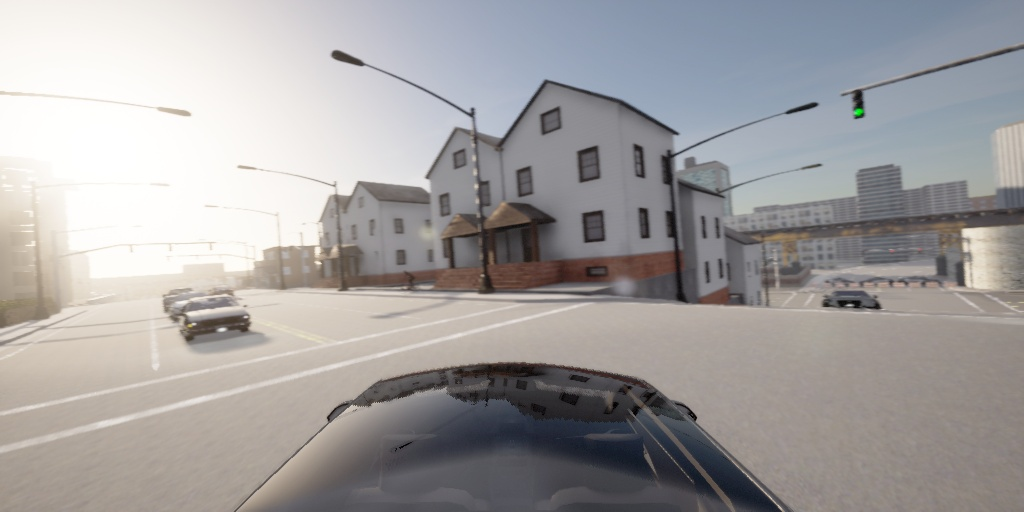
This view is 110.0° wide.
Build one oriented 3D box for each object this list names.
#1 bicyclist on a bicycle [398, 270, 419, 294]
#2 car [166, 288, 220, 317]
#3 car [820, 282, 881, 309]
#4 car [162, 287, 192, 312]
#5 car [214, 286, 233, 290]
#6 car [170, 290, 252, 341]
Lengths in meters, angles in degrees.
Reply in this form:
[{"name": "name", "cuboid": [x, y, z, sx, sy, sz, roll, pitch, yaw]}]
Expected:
[{"name": "bicyclist on a bicycle", "cuboid": [-7.080, 1.753, 24.488, 0.582, 1.620, 1.656, -5, -2, 45]}, {"name": "car", "cuboid": [-18.752, 2.855, 21.028, 4.674, 1.442, 1.812, -5, -1, 44]}, {"name": "car", "cuboid": [16.161, 2.339, 17.114, 1.994, 1.385, 4.181, -6, -14, 44]}, {"name": "car", "cuboid": [-26.059, 3.295, 28.272, 4.553, 1.767, 2.097, -5, -1, 45]}, {"name": "car", "cuboid": [-30.998, 3.919, 38.323, 1.812, 1.442, 4.674, -4, -1, -45]}, {"name": "car", "cuboid": [-11.841, 2.295, 14.149, 5.357, 1.411, 2.033, -5, -1, 45]}]
